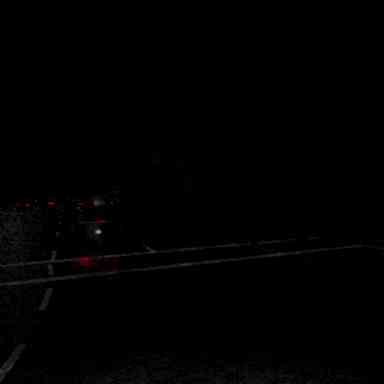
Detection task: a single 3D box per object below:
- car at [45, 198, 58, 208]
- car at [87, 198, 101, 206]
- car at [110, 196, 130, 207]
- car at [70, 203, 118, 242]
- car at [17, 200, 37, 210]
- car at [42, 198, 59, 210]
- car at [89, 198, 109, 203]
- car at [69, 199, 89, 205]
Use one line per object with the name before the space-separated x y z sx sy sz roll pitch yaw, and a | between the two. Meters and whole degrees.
car | -24.504 1.842 58.286 1.882 1.535 5.008 -1 0 -21
car | -17.963 1.770 60.778 2.033 1.411 5.357 -1 0 -21
car | -11.422 1.457 53.426 2.097 1.767 4.553 -1 0 -21
car | -4.990 1.553 16.989 2.128 1.511 4.902 -1 0 -20
car | -24.784 1.939 49.441 2.033 1.411 5.357 -1 0 -21
car | -21.239 1.823 49.717 1.837 1.490 4.892 -1 0 -21
car | -14.551 1.699 51.819 1.812 1.442 4.674 -1 0 -21
car | -14.769 1.705 42.845 1.837 1.490 4.892 -1 0 -21
